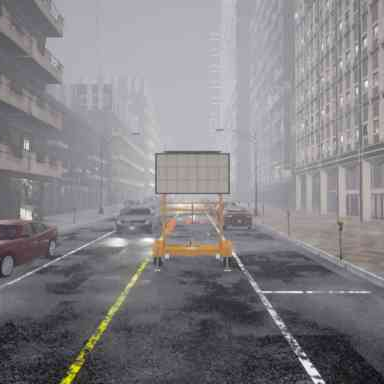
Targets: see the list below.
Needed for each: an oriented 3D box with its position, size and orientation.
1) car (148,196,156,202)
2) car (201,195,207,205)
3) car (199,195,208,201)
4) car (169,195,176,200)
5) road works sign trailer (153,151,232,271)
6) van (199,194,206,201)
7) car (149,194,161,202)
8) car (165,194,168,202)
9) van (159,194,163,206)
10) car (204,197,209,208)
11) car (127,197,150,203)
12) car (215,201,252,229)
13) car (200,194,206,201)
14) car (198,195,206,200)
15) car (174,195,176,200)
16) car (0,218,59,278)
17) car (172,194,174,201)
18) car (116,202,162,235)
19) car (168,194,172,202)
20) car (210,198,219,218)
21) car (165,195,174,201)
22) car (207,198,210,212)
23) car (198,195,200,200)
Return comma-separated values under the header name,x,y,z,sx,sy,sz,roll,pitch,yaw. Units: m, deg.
name,x,y,z,sx,sy,sz,roll,pitch,yaw
car,-5.617,1.554,37.950,1.887,1.381,4.507,1,0,0
car,2.780,1.561,49.108,2.008,1.369,4.403,1,0,0
car,2.835,1.450,82.396,1.967,1.590,4.097,1,0,0
car,-5.497,1.534,93.246,1.752,1.417,4.829,1,0,0
road works sign trailer,0.015,0.468,10.849,2.380,3.560,2.880,0,0,0
van,2.846,1.350,87.944,1.690,1.788,3.998,1,0,0
car,-5.606,1.450,43.497,1.967,1.590,4.097,1,0,0
car,-5.587,1.325,54.590,2.192,1.841,5.009,1,0,0
van,-5.596,1.351,49.044,1.690,1.788,3.998,1,0,0
car,2.763,1.554,38.013,1.887,1.381,4.507,1,0,0
car,-5.624,1.449,32.402,1.967,1.590,4.097,1,0,0
car,2.737,1.551,21.368,1.887,1.381,4.507,1,0,0
car,2.798,1.536,60.374,1.752,1.417,4.829,1,0,0
car,2.850,1.574,93.492,1.947,1.339,4.313,1,0,0
car,-5.555,1.325,76.777,2.192,1.841,5.009,1,0,0
car,-5.661,1.548,10.216,1.887,1.381,4.507,1,0,0
car,-5.563,1.451,71.230,1.967,1.590,4.097,1,0,0
car,-2.972,1.531,18.830,1.812,1.442,4.674,0,0,0
car,-5.574,1.561,65.683,2.008,1.369,4.403,1,0,0
car,2.747,1.448,26.916,1.967,1.590,4.097,1,0,0
car,-5.558,1.535,82.153,1.752,1.417,4.829,1,0,0
car,2.754,1.554,32.464,1.887,1.381,4.507,1,0,0
car,2.814,1.592,71.300,1.802,1.307,4.206,1,0,0
